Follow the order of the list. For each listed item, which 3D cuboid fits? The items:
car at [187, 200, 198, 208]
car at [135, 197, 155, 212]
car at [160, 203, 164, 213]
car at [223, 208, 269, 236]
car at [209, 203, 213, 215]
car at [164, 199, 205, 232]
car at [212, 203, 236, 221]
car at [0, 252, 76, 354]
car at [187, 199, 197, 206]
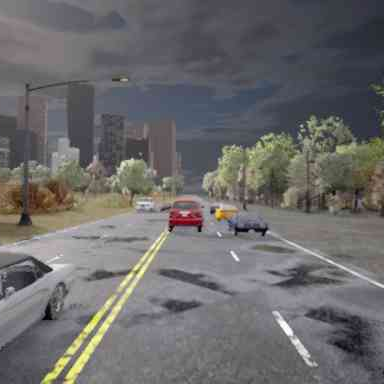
[{"bbox_3d":[0.127,2.286,63.831,2.128,1.511,4.902,1,-1,0],"label":"car"},{"bbox_3d":[-6.561,1.773,47.142,2.150,2.045,5.566,1,-1,0],"label":"car"},{"bbox_3d":[-3.315,2.171,46.333,1.895,1.301,4.718,1,-1,0],"label":"car"},{"bbox_3d":[3.269,1.899,20.449,1.895,1.301,4.718,1,-1,0],"label":"car"},{"bbox_3d":[3.282,2.082,42.456,2.163,1.488,4.792,1,-1,0],"label":"car"},{"bbox_3d":[-0.328,1.533,22.979,2.150,2.045,5.566,1,-1,2],"label":"car"},{"bbox_3d":[3.275,1.920,31.424,1.882,1.535,5.008,1,-1,0],"label":"car"},{"bbox_3d":[-3.344,1.644,4.707,1.895,1.301,4.718,1,-1,0],"label":"car"},{"bbox_3d":[0.051,2.441,75.684,2.128,1.511,4.902,1,-1,0],"label":"car"}]
